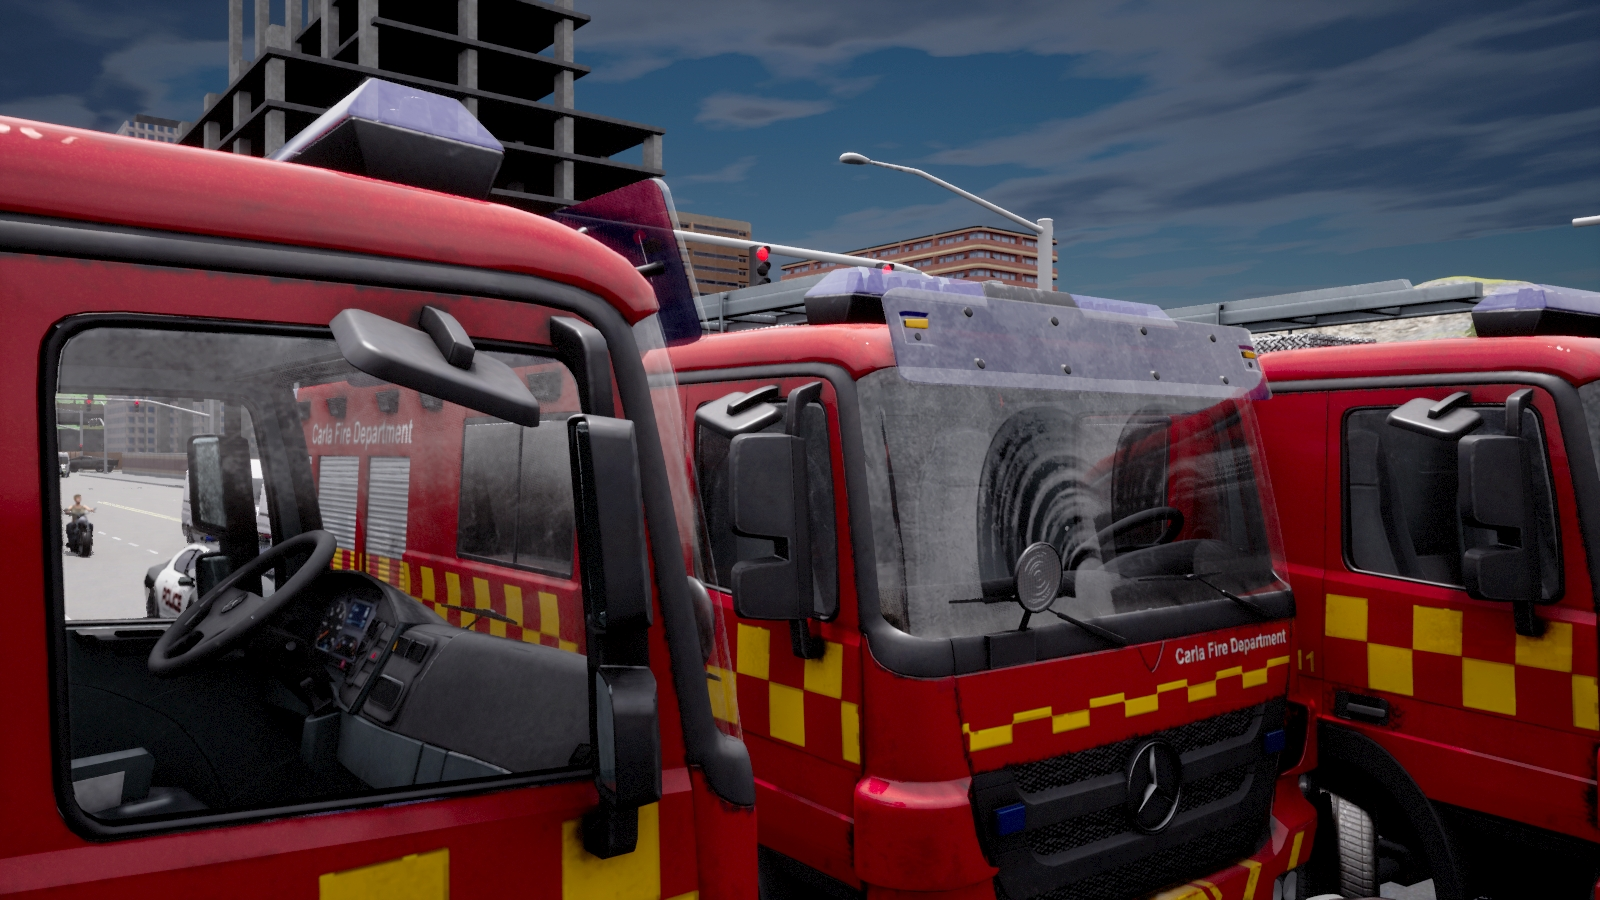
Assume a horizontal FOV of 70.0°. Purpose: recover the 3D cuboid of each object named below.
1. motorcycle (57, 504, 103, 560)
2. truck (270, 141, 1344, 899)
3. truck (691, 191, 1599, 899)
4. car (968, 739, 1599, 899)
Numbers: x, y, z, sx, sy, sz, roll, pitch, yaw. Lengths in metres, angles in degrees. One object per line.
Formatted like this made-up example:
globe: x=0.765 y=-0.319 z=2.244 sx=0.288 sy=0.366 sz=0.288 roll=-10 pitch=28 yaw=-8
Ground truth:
motorcycle: x=-19.112 y=2.155 z=30.312 sx=0.764 sy=1.307 sz=2.356 roll=0 pitch=0 yaw=-39
truck: x=-1.099 y=0.890 z=8.003 sx=2.891 sy=3.827 sz=8.468 roll=0 pitch=0 yaw=-38
truck: x=2.348 y=0.890 z=8.605 sx=2.891 sy=3.827 sz=8.468 roll=0 pitch=0 yaw=-31
car: x=2.437 y=2.065 z=3.109 sx=1.970 sy=1.475 sz=3.806 roll=0 pitch=0 yaw=-30
